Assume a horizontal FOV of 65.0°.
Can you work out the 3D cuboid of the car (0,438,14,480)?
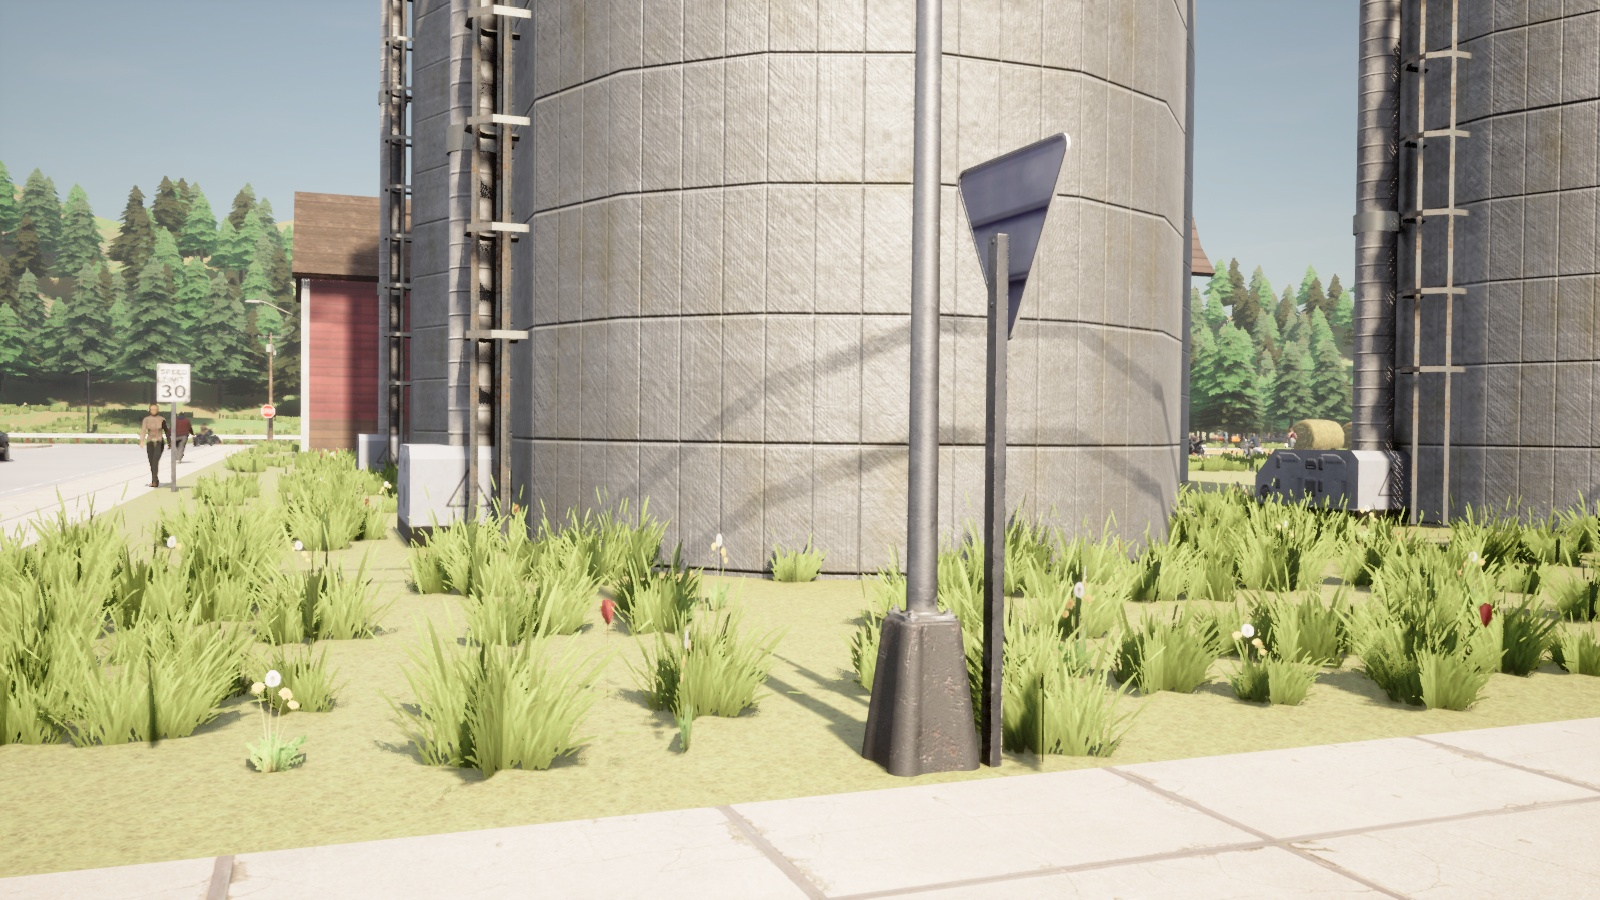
[{"bbox_3d":[-30.182,0.360,45.595,1.882,1.535,5.008,-1,1,-22],"label":"car"}]

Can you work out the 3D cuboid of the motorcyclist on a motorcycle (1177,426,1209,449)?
[{"bbox_3d":[26.161,-0.836,83.590,0.866,1.530,2.191,-1,1,-22],"label":"motorcyclist on a motorcycle"}]

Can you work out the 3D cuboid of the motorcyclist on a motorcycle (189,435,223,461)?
[{"bbox_3d":[-38.865,-0.169,82.210,0.766,1.649,2.350,1,1,12],"label":"motorcyclist on a motorcycle"}]

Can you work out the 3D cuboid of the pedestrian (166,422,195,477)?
[{"bbox_3d":[-21.228,-0.018,43.060,0.634,1.844,0.899,-1,1,-10],"label":"pedestrian"}]

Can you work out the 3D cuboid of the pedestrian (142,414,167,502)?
[{"bbox_3d":[-13.687,0.168,26.622,0.331,1.846,0.634,-1,1,-17],"label":"pedestrian"}]
